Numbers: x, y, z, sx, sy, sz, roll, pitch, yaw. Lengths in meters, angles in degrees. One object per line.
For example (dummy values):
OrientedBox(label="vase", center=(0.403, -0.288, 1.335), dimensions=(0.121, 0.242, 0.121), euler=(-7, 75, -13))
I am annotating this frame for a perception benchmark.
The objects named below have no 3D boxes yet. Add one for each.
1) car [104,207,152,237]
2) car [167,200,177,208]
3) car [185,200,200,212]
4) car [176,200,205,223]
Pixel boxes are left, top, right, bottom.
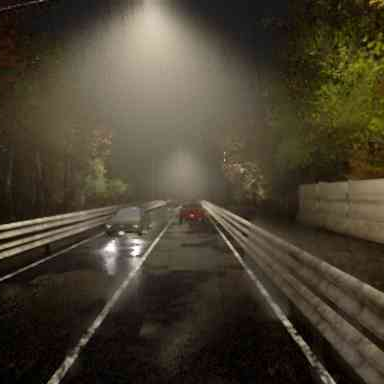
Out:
OrientedBox(label="car", center=(-3.370, 1.571, 18.590), dimensions=(2.033, 1.411, 5.357), euler=(0, 0, 0))
OrientedBox(label="car", center=(-3.365, 2.110, 59.316), dimensions=(1.994, 1.385, 4.181), euler=(0, -1, 1))
OrientedBox(label="car", center=(0.036, 1.806, 44.166), dimensions=(1.812, 1.442, 4.674), euler=(0, -1, 0))
OrientedBox(label="car", center=(0.019, 1.549, 26.043), dimensions=(1.882, 1.535, 5.008), euler=(0, 0, 0))
